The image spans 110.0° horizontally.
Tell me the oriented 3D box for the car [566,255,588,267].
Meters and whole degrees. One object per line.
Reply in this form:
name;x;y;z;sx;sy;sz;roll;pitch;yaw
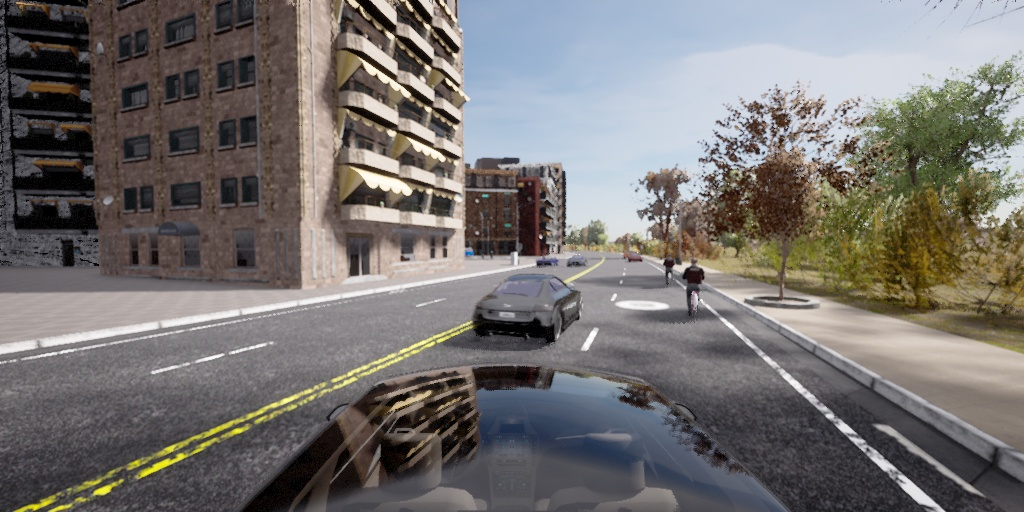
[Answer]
car;7.286;0.556;39.650;1.994;1.385;4.181;0;1;18

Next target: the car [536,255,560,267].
car;4.019;0.597;40.095;1.895;1.301;4.718;0;1;18

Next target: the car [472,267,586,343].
car;0.598;1.164;9.375;1.994;1.385;4.181;0;1;20

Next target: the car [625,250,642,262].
car;19.248;0.182;56.224;1.994;1.385;4.181;0;1;16

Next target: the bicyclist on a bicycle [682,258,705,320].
bicyclist on a bicycle;5.364;0.929;10.626;0.659;1.776;1.843;0;1;20

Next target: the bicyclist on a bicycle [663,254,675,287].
bicyclist on a bicycle;8.392;0.754;19.180;0.659;1.776;1.843;0;1;19
